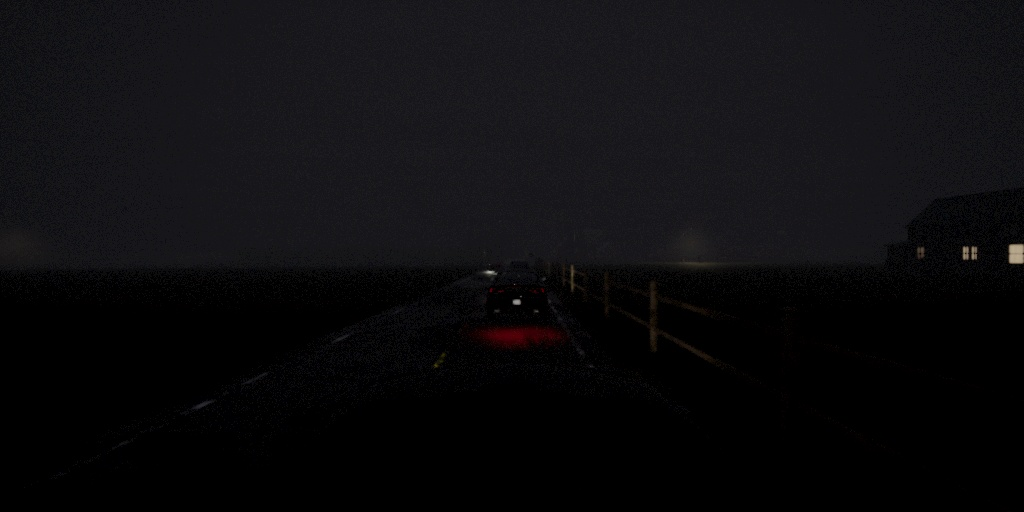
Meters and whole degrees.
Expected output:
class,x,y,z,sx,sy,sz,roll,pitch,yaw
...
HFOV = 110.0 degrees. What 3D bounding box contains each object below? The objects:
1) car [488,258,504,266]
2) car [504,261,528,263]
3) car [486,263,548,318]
class,x,y,z,sx,sy,sz,roll,pitch,yaw
car,-1.961,1.024,45.284,1.882,1.535,5.008,0,0,1
car,0.581,1.123,28.865,1.837,1.490,4.892,0,1,2
car,0.215,1.172,12.742,1.882,1.535,5.008,0,0,2
